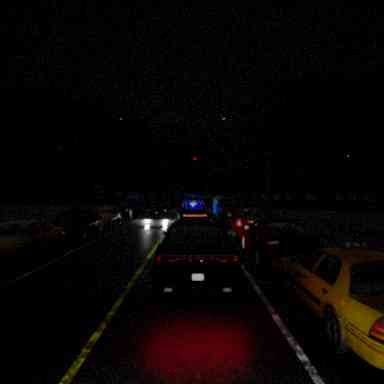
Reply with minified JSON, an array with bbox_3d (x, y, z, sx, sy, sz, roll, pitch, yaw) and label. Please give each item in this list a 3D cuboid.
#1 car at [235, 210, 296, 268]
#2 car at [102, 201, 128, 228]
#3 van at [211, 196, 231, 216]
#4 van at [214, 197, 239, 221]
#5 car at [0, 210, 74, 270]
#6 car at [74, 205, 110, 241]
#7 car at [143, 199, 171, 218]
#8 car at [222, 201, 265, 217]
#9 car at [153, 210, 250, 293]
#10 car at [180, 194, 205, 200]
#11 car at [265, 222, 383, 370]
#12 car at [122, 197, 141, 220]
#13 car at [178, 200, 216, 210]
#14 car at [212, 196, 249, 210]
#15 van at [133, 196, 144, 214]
[{"bbox_3d":[2.773,1.539,11.156,1.887,1.381,4.507,0,0,0],"label":"car"},{"bbox_3d":[-5.740,1.516,21.872,1.752,1.417,4.829,0,0,0],"label":"car"},{"bbox_3d":[2.799,1.329,32.906,1.690,1.788,3.998,0,0,0],"label":"van"},{"bbox_3d":[2.792,1.331,27.468,1.690,1.788,3.998,0,0,0],"label":"van"},{"bbox_3d":[-5.753,1.520,10.996,1.752,1.417,4.829,0,0,0],"label":"car"},{"bbox_3d":[-5.746,1.558,16.604,1.947,1.339,4.313,0,0,0],"label":"car"},{"bbox_3d":[-2.966,1.517,30.225,1.837,1.490,4.892,0,0,0],"label":"car"},{"bbox_3d":[2.779,1.433,16.593,1.967,1.590,4.097,0,0,0],"label":"car"},{"bbox_3d":[0.106,1.473,8.852,1.882,1.535,5.008,0,0,0],"label":"car"},{"bbox_3d":[0.059,1.210,30.749,2.150,2.045,5.566,0,0,-2],"label":"car"},{"bbox_3d":[2.766,1.522,5.888,1.752,1.417,4.829,0,0,0],"label":"car"},{"bbox_3d":[-5.733,1.429,27.479,1.967,1.590,4.097,0,0,0],"label":"car"},{"bbox_3d":[0.120,1.483,20.381,2.128,1.511,4.902,0,0,0],"label":"car"},{"bbox_3d":[2.785,1.306,22.031,2.192,1.841,5.009,0,0,0],"label":"car"},{"bbox_3d":[-5.727,1.329,32.917,1.690,1.788,3.998,0,0,0],"label":"van"}]
